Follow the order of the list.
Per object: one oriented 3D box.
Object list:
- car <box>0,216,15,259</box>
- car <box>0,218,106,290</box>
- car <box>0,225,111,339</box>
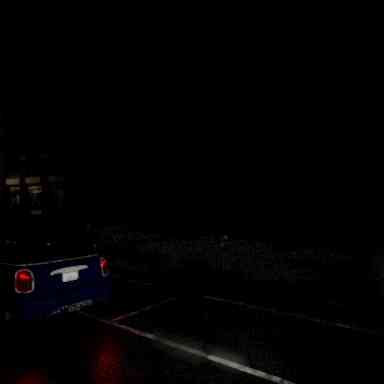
[{"bbox_3d":[-9.303,1.796,13.736,4.097,1.590,1.967,-1,-2,37],"label":"car"},{"bbox_3d":[-4.794,1.721,10.351,4.097,1.590,1.967,-1,-2,37],"label":"car"},{"bbox_3d":[-3.863,1.545,7.206,4.553,1.767,2.097,-1,-2,37],"label":"car"}]
